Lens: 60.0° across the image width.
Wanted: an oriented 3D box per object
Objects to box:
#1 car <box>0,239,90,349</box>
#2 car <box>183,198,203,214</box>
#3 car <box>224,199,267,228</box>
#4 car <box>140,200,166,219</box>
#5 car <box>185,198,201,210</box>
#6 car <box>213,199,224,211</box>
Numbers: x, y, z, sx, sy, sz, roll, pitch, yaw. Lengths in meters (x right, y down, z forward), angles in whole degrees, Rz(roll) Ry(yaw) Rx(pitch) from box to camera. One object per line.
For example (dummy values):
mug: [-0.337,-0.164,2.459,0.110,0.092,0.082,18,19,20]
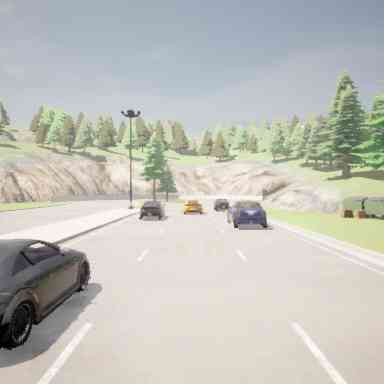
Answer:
car: [-3.402,1.564,6.245,1.994,1.385,4.181,0,0,0]
car: [0.097,1.478,34.690,1.882,1.535,5.008,0,0,0]
car: [3.600,1.352,22.390,2.097,1.767,4.553,0,0,0]
car: [-3.400,1.506,29.110,1.837,1.490,4.892,0,0,0]
car: [0.139,1.547,44.517,2.033,1.411,5.357,0,0,1]
car: [3.604,1.526,40.238,1.812,1.442,4.674,0,0,0]
